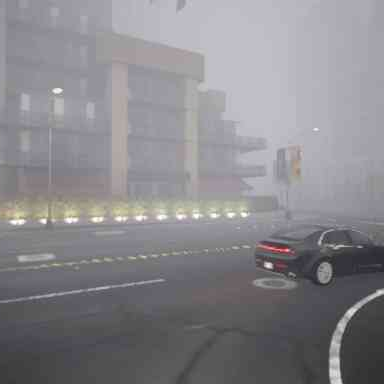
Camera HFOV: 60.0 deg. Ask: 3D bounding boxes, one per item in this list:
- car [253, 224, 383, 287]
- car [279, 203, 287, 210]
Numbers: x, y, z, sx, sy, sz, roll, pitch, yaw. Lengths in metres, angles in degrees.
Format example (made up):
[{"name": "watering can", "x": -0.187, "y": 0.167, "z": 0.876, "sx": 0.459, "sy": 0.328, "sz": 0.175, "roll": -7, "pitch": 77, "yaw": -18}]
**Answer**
[{"name": "car", "x": 4.043, "y": 1.701, "z": 9.705, "sx": 4.892, "sy": 1.490, "sz": 1.837, "roll": 2, "pitch": -2, "yaw": -30}, {"name": "car", "x": 13.726, "y": 2.274, "z": 55.100, "sx": 1.994, "sy": 1.385, "sz": 4.181, "roll": 0, "pitch": -1, "yaw": -29}]
